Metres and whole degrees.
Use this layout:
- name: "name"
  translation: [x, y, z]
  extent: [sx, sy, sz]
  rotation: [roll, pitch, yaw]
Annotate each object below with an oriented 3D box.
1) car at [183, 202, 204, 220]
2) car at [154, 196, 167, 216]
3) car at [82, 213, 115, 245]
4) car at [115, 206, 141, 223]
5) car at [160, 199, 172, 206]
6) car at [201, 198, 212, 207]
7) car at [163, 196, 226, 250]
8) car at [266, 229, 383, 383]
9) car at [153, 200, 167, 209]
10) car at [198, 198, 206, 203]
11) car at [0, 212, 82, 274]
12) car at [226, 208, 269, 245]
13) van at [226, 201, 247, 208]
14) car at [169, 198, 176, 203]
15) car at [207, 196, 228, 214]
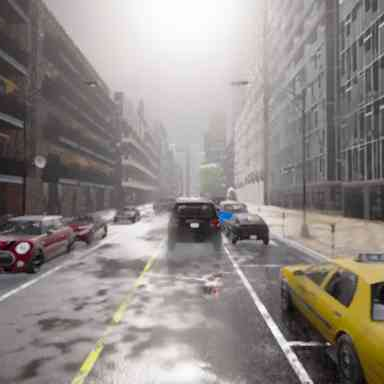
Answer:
- name: "car"
  translation: [0.114, 1.756, 31.400]
  extent: [1.837, 1.490, 4.892]
  rotation: [0, 0, 0]
- name: "car"
  translation: [-2.824, 1.514, 36.592]
  extent: [2.150, 2.045, 5.566]
  rotation: [0, 0, 0]
- name: "car"
  translation: [-5.295, 1.712, 16.330]
  extent: [1.802, 1.307, 4.206]
  rotation: [1, 0, 0]
- name: "car"
  translation: [-5.288, 1.803, 27.623]
  extent: [1.802, 1.307, 4.206]
  rotation: [1, 0, 0]
- name: "car"
  translation: [-5.235, 2.094, 67.147]
  extent: [2.008, 1.369, 4.403]
  rotation: [1, 0, 0]
- name: "car"
  translation: [2.616, 1.936, 61.374]
  extent: [1.967, 1.590, 4.097]
  rotation: [1, 0, 0]
- name: "car"
  translation: [0.103, 1.342, 14.999]
  extent: [2.150, 2.045, 5.566]
  rotation: [0, 0, 0]
- name: "car"
  translation: [2.579, 1.566, 5.022]
  extent: [1.752, 1.417, 4.829]
  rotation: [1, 0, 0]
- name: "car"
  translation: [-5.278, 2.016, 55.854]
  extent: [1.947, 1.339, 4.313]
  rotation: [1, 0, 0]
- name: "car"
  translation: [2.633, 2.284, 89.635]
  extent: [2.008, 1.369, 4.403]
  rotation: [1, 0, 0]
- name: "car"
  translation: [-5.296, 1.526, 10.685]
  extent: [1.967, 1.590, 4.097]
  rotation: [1, 0, 0]
- name: "car"
  translation: [2.586, 1.680, 16.156]
  extent: [2.008, 1.369, 4.403]
  rotation: [1, 0, 0]
- name: "van"
  translation: [2.592, 1.515, 21.810]
  extent: [1.690, 1.788, 3.998]
  rotation: [1, 0, 0]
- name: "car"
  translation: [-5.214, 2.258, 89.563]
  extent: [1.752, 1.417, 4.829]
  rotation: [1, 0, 0]
- name: "car"
  translation: [3.008, 1.555, 40.772]
  extent: [2.150, 2.045, 5.566]
  rotation: [0, 0, 0]
